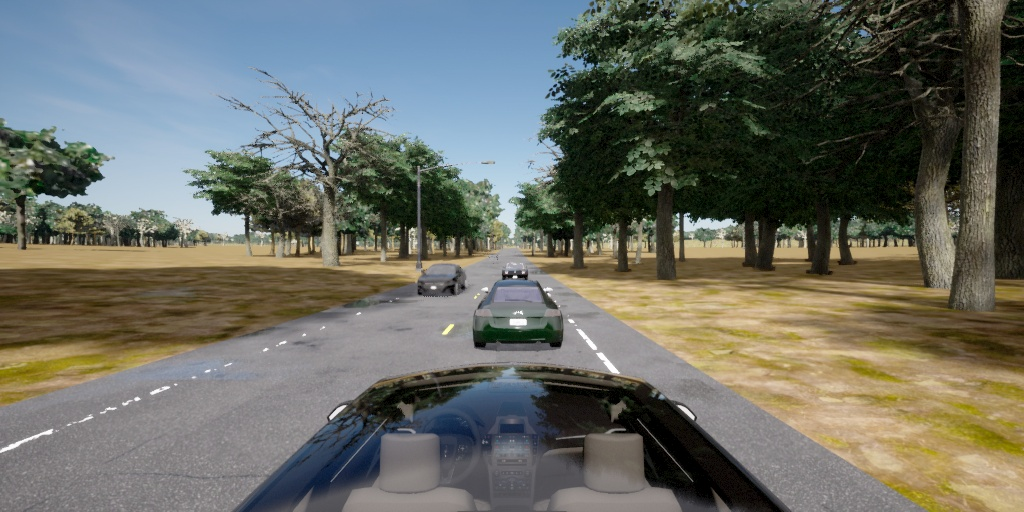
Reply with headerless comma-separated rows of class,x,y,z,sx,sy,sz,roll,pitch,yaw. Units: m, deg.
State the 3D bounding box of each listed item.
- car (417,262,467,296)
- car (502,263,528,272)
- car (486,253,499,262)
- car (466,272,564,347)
car,-3.519,1.126,18.656,1.882,1.535,5.008,0,1,0
car,0.222,1.158,27.168,1.895,1.301,4.718,0,1,0
car,-3.223,0.218,59.093,2.128,1.511,4.902,0,1,0
car,0.134,1.293,9.243,1.994,1.385,4.181,0,0,0
